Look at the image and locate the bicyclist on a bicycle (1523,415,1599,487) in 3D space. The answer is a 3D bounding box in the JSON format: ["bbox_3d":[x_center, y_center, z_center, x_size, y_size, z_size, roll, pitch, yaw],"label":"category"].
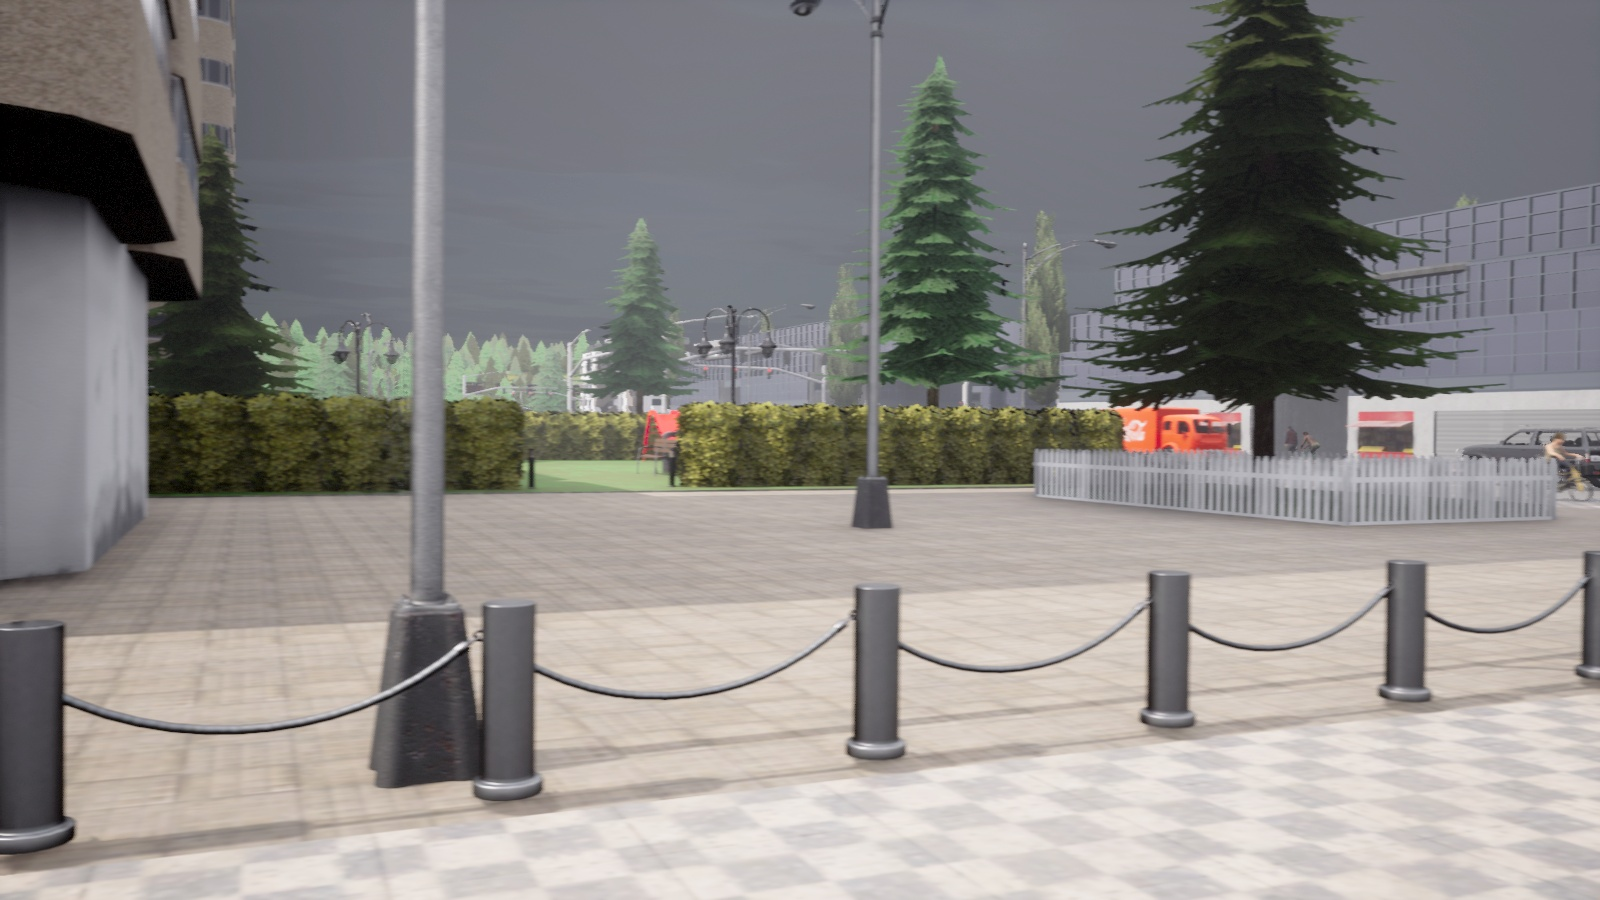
[{"bbox_3d":[17.882,0.011,29.323,0.866,1.612,1.509,-1,1,-23],"label":"bicyclist on a bicycle"}]

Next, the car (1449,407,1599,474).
[{"bbox_3d":[22.001,-0.298,37.373,1.932,1.855,4.605,-1,1,-24],"label":"car"}]

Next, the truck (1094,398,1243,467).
[{"bbox_3d":[13.813,-0.673,47.411,2.627,2.467,5.204,-1,1,-24],"label":"truck"}]

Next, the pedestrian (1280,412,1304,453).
[{"bbox_3d":[22.684,-0.817,57.910,0.634,1.844,0.899,-1,1,-18],"label":"pedestrian"}]
